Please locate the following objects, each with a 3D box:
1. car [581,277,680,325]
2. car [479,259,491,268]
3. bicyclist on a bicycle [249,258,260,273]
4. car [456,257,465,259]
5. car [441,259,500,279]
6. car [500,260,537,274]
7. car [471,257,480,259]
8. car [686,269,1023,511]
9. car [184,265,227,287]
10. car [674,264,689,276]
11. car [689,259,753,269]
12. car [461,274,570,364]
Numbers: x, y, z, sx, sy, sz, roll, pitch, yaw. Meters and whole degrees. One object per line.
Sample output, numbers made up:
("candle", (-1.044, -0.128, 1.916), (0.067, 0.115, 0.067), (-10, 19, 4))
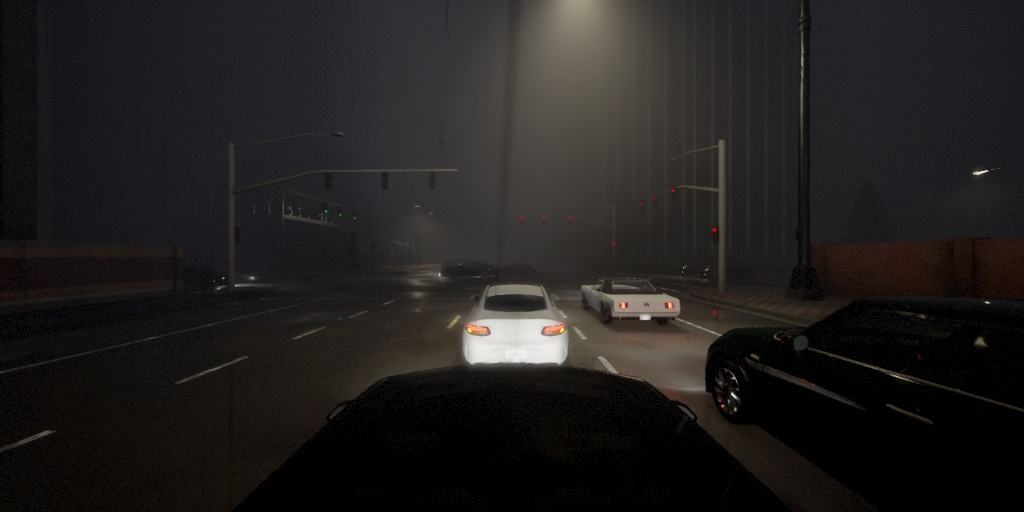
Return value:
("car", (3.565, 1.351, 11.800), (1.895, 1.301, 4.718), (0, 0, 0))
("car", (-4.544, 1.276, 60.561), (1.812, 1.442, 4.674), (0, 0, -1))
("bicyclist on a bicycle", (-28.401, 1.051, 39.525), (0.582, 1.620, 1.656), (0, 0, -1))
("car", (-7.883, 1.241, 46.224), (2.128, 1.511, 4.902), (0, 0, 1))
("car", (-3.731, 1.241, 31.472), (4.902, 1.511, 2.128), (0, 0, -1))
("car", (0.351, 1.314, 35.011), (4.181, 1.385, 1.994), (0, 0, -1))
("car", (-4.405, 1.227, 51.249), (1.882, 1.535, 5.008), (0, 0, -1))
("car", (3.600, 1.102, 2.898), (2.097, 1.767, 4.553), (0, 0, 0))
("car", (-21.414, 1.314, 24.103), (4.181, 1.385, 1.994), (0, 0, 0))
("car", (18.412, 1.102, 35.179), (4.553, 1.767, 2.097), (0, 0, -1))
("car", (18.667, 1.102, 31.674), (4.553, 1.767, 2.097), (0, 0, -1))
("car", (0.060, 1.276, 7.583), (1.812, 1.442, 4.674), (0, 0, 0))
